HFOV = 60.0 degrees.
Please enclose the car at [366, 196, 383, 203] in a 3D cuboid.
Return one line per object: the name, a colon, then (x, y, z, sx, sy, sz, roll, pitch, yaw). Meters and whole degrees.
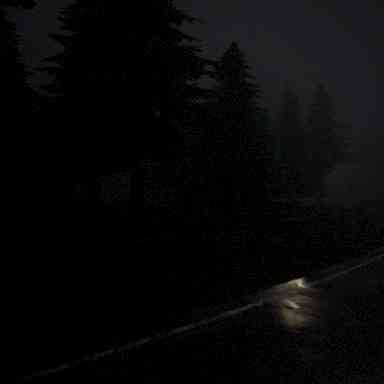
car: (21.108, 1.190, 36.239, 1.882, 1.535, 5.008, 0, 0, -5)
